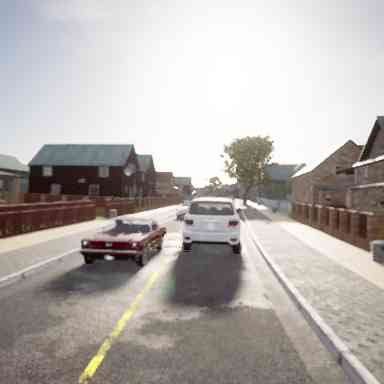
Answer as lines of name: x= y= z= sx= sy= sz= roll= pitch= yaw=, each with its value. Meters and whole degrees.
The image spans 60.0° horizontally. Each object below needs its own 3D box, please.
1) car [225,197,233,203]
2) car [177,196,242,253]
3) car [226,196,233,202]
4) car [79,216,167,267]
car: x=8.781 y=1.942 z=78.670 sx=1.895 sy=1.301 sz=4.718 roll=1 pitch=0 yaw=7
car: x=0.914 y=1.252 z=14.146 sx=2.150 sy=2.045 sz=5.566 roll=1 pitch=0 yaw=6
car: x=10.041 y=1.840 z=88.859 sx=1.882 sy=1.535 sz=5.008 roll=1 pitch=0 yaw=7
car: x=-2.164 y=1.569 z=11.623 sx=1.895 sy=1.301 sz=4.718 roll=1 pitch=0 yaw=5
